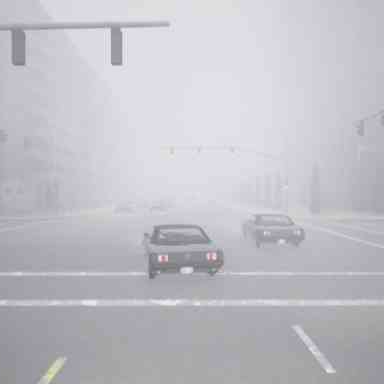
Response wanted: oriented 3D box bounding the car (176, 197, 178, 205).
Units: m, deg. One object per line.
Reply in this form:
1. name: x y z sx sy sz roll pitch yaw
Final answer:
1. car: -3.619 1.450 60.052 2.097 1.767 4.553 0 0 1

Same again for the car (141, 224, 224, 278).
1. car: -0.535 1.632 10.270 1.895 1.301 4.718 0 -1 -11

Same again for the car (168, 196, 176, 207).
1. car: -3.810 1.586 50.081 1.837 1.490 4.892 0 0 1

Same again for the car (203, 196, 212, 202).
1. car: 3.596 1.678 77.336 1.994 1.385 4.181 0 0 1

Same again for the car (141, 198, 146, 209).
1. car: -7.347 1.626 48.407 2.033 1.411 5.357 0 0 0

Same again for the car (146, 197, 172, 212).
1. car: -3.919 1.613 40.238 2.033 1.411 5.357 0 0 0

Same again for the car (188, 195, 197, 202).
1. car: 0.094 1.481 77.216 2.097 1.767 4.553 0 0 1

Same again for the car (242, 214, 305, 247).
1. car: 3.509 1.652 15.328 1.895 1.301 4.718 0 0 -1

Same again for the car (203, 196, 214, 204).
1. car: 3.473 1.710 67.362 1.895 1.301 4.718 0 0 1

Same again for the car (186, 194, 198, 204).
1. car: -0.032 1.330 66.805 2.150 2.045 5.566 0 0 1

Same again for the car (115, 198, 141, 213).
1. car: -7.408 1.567 37.840 1.837 1.490 4.892 0 0 0
